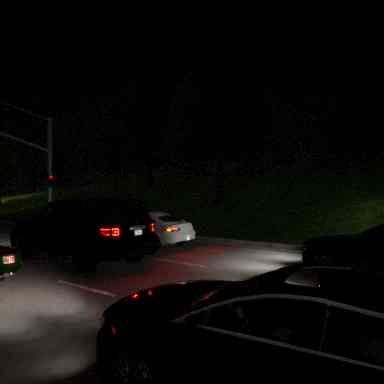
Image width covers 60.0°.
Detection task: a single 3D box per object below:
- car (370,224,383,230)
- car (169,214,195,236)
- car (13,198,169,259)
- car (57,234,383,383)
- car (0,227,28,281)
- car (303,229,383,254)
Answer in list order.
[{"bbox_3d":[5.328,1.526,8.769,4.674,1.442,1.812,0,0,35],"label":"car"},{"bbox_3d":[-2.022,1.526,13.983,4.674,1.442,1.812,0,0,36],"label":"car"},{"bbox_3d":[-3.668,1.221,10.853,5.566,2.045,2.150,0,0,36],"label":"car"},{"bbox_3d":[1.110,1.492,3.199,4.902,1.511,2.128,0,0,35],"label":"car"},{"bbox_3d":[-6.433,1.601,8.532,4.718,1.301,1.895,0,0,36],"label":"car"},{"bbox_3d":[4.704,1.547,4.939,5.357,1.411,2.033,0,0,35],"label":"car"}]
